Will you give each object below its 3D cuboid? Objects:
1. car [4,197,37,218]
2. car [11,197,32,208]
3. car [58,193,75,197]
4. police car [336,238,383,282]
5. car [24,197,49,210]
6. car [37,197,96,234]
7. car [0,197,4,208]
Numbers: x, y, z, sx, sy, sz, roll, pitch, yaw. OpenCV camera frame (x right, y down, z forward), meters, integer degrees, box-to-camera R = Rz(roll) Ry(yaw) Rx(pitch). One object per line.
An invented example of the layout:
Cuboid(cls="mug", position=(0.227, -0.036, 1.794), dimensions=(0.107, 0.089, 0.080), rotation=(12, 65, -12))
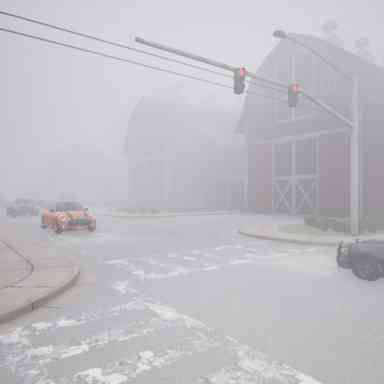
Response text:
Cuboid(cls="car", position=(-15.383, 1.350, 30.285), dimensions=(2.097, 1.767, 4.553), rotation=(0, 0, -37))
Cuboid(cls="car", position=(-25.761, 1.557, 50.182), dimensions=(2.033, 1.411, 5.357), rotation=(0, 0, -37))
Cuboid(cls="car", position=(-18.459, 1.159, 47.364), dimensions=(3.866, 1.878, 1.905), rotation=(-2, 5, 11))
Cuboid(cls="police car", position=(5.976, 1.520, 7.703), dimensions=(2.038, 1.542, 4.974), rotation=(0, 0, -37))
Cuboid(cls="car", position=(-19.927, 1.432, 42.420), dimensions=(1.882, 1.535, 5.008), rotation=(-1, 0, -37))
Cuboid(cls="car", position=(-7.278, 1.342, 19.422), dimensions=(2.097, 1.767, 4.553), rotation=(0, 0, -37))
Cuboid(cls="car", position=(-25.575, 1.498, 44.081), dimensions=(1.837, 1.490, 4.892), rotation=(0, 0, -37))
